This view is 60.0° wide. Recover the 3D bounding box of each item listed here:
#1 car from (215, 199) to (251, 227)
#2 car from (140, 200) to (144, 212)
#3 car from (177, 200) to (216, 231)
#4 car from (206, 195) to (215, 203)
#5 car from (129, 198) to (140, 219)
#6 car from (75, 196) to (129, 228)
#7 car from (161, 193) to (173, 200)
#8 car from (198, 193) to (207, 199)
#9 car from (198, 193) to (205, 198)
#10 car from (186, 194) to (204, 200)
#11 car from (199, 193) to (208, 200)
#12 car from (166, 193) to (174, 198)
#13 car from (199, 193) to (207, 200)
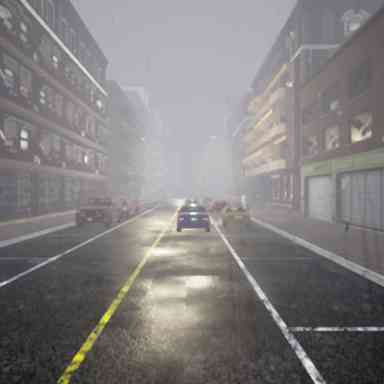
[{"bbox_3d":[2.663,1.384,21.257,1.752,1.417,4.829,0,0,0],"label":"car"},{"bbox_3d":[-5.733,1.330,32.353,1.887,1.381,4.507,0,0,0],"label":"car"},{"bbox_3d":[0.074,1.419,19.319,2.033,1.411,5.357,0,0,0],"label":"car"},{"bbox_3d":[2.648,1.329,32.360,1.887,1.381,4.507,0,0,0],"label":"car"},{"bbox_3d":[-5.725,1.263,26.715,1.967,1.590,4.097,0,0,0],"label":"car"},{"bbox_3d":[-5.716,1.176,21.079,2.192,1.841,5.009,0,0,0],"label":"car"},{"bbox_3d":[-5.786,1.070,71.804,2.008,1.369,4.403,0,0,0],"label":"car"},{"bbox_3d":[2.579,1.007,83.084,1.947,1.339,4.313,0,0,0],"label":"car"},{"bbox_3d":[2.564,0.946,94.357,1.802,1.307,4.206,0,0,0],"label":"car"},{"bbox_3d":[0.045,1.275,40.876,2.033,1.411,5.357,0,0,0],"label":"car"},{"bbox_3d":[2.618,1.184,54.903,2.008,1.369,4.403,0,0,0],"label":"car"},{"bbox_3d":[-5.809,0.948,88.713,1.887,1.381,4.507,0,0,0],"label":"car"},{"bbox_3d":[2.587,1.004,77.618,1.752,1.417,4.829,0,0,0],"label":"car"}]
